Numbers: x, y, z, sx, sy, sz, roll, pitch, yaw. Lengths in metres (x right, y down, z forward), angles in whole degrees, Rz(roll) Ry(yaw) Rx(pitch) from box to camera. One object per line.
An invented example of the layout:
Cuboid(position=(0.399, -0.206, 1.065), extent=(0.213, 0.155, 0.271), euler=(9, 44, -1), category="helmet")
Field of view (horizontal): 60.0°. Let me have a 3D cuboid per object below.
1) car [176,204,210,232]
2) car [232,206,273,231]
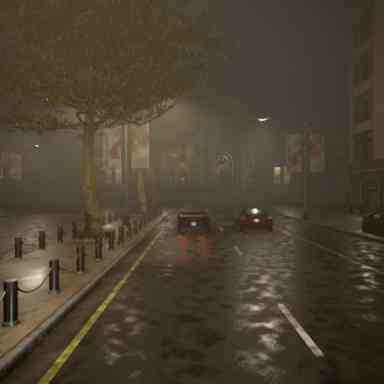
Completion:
Cuboid(position=(0.093, 1.486, 20.134), extent=(2.128, 1.511, 4.902), euler=(0, 0, 0), category="car")
Cuboid(position=(3.590, 1.557, 20.386), extent=(1.994, 1.385, 4.181), euler=(0, 0, 0), category="car")
